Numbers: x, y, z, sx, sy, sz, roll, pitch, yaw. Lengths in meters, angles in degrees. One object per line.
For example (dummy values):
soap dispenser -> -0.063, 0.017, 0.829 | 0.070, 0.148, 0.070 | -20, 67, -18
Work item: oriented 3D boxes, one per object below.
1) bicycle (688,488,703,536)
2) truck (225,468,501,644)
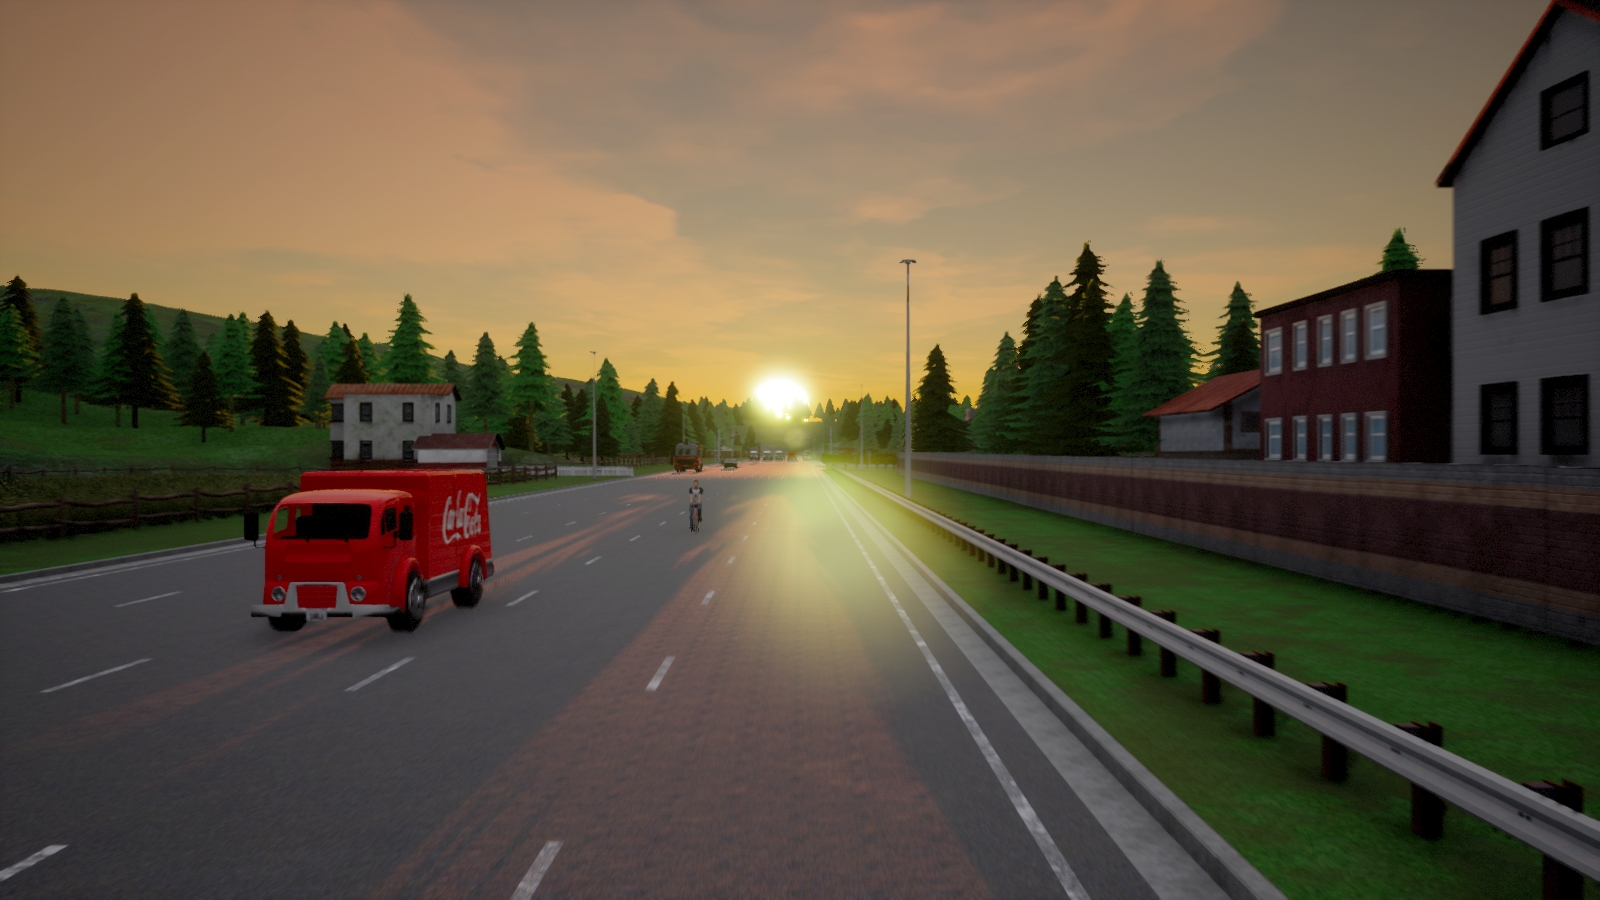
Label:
bicycle -> -3.494, 2.055, 38.291 | 0.373, 1.496, 1.643 | 0, 0, 0
truck -> -6.996, 1.568, 19.126 | 2.627, 2.467, 5.204 | 0, 0, 0
